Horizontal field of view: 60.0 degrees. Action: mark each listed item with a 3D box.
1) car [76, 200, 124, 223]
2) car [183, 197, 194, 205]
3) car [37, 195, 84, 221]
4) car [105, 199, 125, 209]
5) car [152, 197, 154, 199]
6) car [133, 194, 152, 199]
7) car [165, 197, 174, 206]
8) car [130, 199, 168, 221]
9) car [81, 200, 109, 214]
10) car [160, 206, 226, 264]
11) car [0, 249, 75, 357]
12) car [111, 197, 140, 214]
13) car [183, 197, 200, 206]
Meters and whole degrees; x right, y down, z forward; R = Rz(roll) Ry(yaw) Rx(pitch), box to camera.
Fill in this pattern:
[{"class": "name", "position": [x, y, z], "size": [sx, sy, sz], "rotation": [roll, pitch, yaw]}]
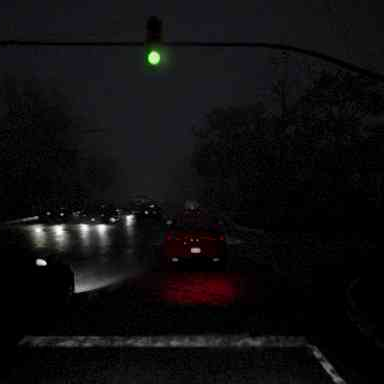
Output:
[{"class": "car", "position": [-7.084, 1.581, 26.281], "size": [2.033, 1.411, 5.357], "rotation": [0, 0, -1]}, {"class": "car", "position": [-0.660, 1.641, 60.674], "size": [1.994, 1.385, 4.181], "rotation": [0, 0, -2]}, {"class": "car", "position": [-10.593, 1.256, 27.507], "size": [2.150, 2.045, 5.566], "rotation": [0, 0, 2]}, {"class": "car", "position": [-10.781, 1.660, 46.915], "size": [1.895, 1.301, 4.718], "rotation": [0, 0, -1]}, {"class": "car", "position": [-7.649, 1.567, 59.550], "size": [2.128, 1.511, 4.902], "rotation": [0, 0, -2]}, {"class": "car", "position": [-7.280, 1.280, 46.493], "size": [2.150, 2.045, 5.566], "rotation": [0, 0, -1]}, {"class": "car", "position": [-4.032, 1.620, 57.207], "size": [2.033, 1.411, 5.357], "rotation": [0, 0, -2]}, {"class": "car", "position": [-3.413, 1.582, 27.304], "size": [2.033, 1.411, 5.357], "rotation": [0, 0, 0]}, {"class": "car", "position": [-10.678, 1.611, 36.893], "size": [1.994, 1.385, 4.181], "rotation": [0, 0, -1]}, {"class": "car", "position": [0.102, 1.493, 11.916], "size": [1.882, 1.535, 5.008], "rotation": [0, 0, 0]}, {"class": "car", "position": [-3.398, 1.571, 5.212], "size": [1.994, 1.385, 4.181], "rotation": [0, 0, 0]}, {"class": "car", "position": [-7.169, 1.571, 35.859], "size": [1.812, 1.442, 4.674], "rotation": [0, 0, 0]}, {"class": "car", "position": [-0.022, 1.576, 40.204], "size": [1.812, 1.442, 4.674], "rotation": [0, 0, -1]}]
